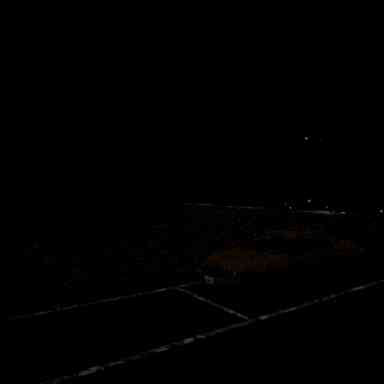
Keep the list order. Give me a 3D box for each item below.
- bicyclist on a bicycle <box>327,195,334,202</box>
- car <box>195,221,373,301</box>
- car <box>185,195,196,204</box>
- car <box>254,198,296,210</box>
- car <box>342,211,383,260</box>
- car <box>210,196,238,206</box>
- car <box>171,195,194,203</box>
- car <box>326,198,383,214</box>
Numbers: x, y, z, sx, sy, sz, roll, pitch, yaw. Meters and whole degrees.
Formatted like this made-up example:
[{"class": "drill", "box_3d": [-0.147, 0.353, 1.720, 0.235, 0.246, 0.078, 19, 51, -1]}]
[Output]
[{"class": "bicyclist on a bicycle", "box_3d": [16.271, 1.158, 38.900, 1.656, 1.620, 0.582, 0, 0, -34]}, {"class": "car", "box_3d": [2.336, 1.526, 8.332, 4.829, 1.417, 1.752, 0, 1, -35]}, {"class": "car", "box_3d": [-1.295, 1.193, 53.550, 1.895, 1.301, 4.718, 1, 0, -34]}, {"class": "car", "box_3d": [9.425, 1.367, 37.850, 1.895, 1.301, 4.718, 1, 0, -34]}, {"class": "car", "box_3d": [7.096, 1.547, 11.637, 4.507, 1.381, 1.887, 0, 1, -35]}, {"class": "car", "box_3d": [4.301, 1.248, 45.342, 1.994, 1.385, 4.181, 1, 0, -34]}, {"class": "car", "box_3d": [-1.796, 1.175, 59.866, 1.895, 1.301, 4.718, 1, 0, -35]}, {"class": "car", "box_3d": [14.665, 1.341, 30.205, 2.128, 1.511, 4.902, 1, 0, -34]}]
